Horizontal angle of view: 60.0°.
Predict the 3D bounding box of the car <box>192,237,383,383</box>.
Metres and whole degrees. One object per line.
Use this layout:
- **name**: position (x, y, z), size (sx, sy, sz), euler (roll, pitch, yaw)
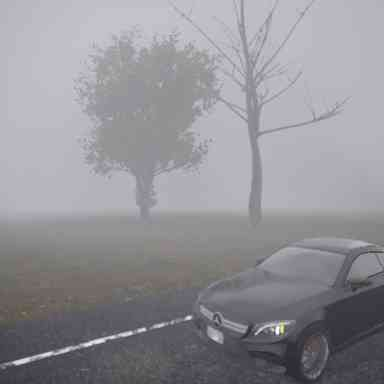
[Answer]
- **car**: position (2.196, 1.544, 5.520), size (4.674, 1.442, 1.812), euler (0, 0, -35)
